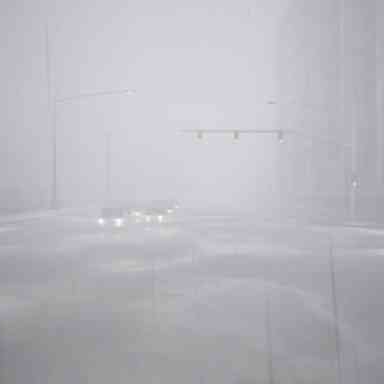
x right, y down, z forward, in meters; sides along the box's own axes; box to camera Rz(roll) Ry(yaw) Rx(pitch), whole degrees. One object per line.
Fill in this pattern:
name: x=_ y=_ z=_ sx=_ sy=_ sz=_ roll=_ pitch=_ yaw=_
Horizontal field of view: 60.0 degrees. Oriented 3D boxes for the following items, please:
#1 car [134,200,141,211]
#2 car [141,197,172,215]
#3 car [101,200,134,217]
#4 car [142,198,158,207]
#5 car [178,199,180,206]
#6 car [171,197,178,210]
car: x=-6.920 y=1.602 z=40.728 sx=1.895 sy=1.301 sz=4.718 roll=0 pitch=0 yaw=1
car: x=-3.552 y=1.548 z=34.170 sx=2.033 sy=1.411 sz=5.357 roll=0 pitch=0 yaw=1
car: x=-7.099 y=1.478 z=31.387 sx=1.882 sy=1.535 sz=5.008 roll=0 pitch=0 yaw=1
car: x=-6.652 y=1.602 z=53.077 sx=1.895 sy=1.301 sz=4.718 roll=0 pitch=0 yaw=1
car: x=-3.091 y=1.563 z=55.664 sx=1.994 sy=1.385 sz=4.181 roll=0 pitch=0 yaw=1
car: x=-3.346 y=1.565 z=43.401 sx=1.994 sy=1.385 sz=4.181 roll=0 pitch=0 yaw=3
